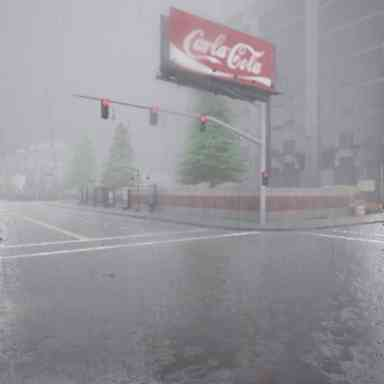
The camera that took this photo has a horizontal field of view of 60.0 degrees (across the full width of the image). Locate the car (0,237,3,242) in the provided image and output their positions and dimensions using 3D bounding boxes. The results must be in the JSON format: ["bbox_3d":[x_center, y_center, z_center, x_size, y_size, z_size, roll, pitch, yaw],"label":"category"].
[{"bbox_3d":[-6.250,1.532,8.616,1.837,1.490,4.892,0,0,-36],"label":"car"}]
